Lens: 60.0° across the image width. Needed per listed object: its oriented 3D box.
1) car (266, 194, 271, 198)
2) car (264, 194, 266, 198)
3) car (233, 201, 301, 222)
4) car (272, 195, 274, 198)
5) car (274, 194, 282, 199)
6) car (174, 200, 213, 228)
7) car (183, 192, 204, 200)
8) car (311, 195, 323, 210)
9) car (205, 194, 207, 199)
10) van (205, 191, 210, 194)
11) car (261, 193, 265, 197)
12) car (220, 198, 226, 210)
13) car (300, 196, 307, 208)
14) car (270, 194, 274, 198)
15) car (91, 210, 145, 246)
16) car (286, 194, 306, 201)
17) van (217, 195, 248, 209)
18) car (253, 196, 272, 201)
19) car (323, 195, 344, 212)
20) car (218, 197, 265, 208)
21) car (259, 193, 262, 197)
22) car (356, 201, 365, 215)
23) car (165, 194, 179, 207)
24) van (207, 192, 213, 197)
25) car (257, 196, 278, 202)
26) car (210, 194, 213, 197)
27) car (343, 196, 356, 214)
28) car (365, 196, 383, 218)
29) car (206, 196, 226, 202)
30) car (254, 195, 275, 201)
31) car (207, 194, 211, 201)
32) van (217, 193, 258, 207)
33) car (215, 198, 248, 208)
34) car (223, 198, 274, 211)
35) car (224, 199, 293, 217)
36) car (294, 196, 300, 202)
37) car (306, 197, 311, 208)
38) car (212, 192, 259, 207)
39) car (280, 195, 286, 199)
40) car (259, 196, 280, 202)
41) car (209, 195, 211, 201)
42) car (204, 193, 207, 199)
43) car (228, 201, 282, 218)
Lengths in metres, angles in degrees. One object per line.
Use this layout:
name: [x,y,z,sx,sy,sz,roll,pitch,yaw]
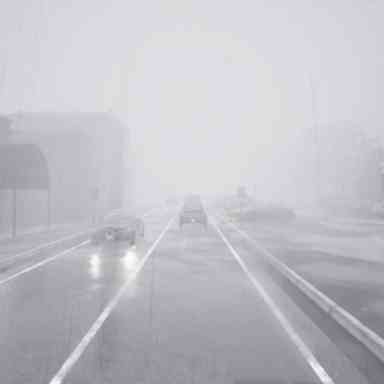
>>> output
car: [19.198,1.694,71.445,5.008,1.535,2.097,0,0,0]
car: [19.213,1.733,74.229,4.674,1.452,2.002,0,0,0]
car: [6.031,1.689,27.063,4.674,1.452,2.002,1,0,1]
car: [19.194,1.692,65.875,5.008,1.535,2.097,0,0,0]
car: [19.155,1.439,63.089,5.566,2.045,2.435,0,0,0]
car: [0.078,1.594,23.266,2.128,1.511,4.902,0,0,0]
car: [0.059,1.358,41.560,2.150,2.045,5.566,0,-1,0]
car: [19.164,1.419,43.720,5.566,2.045,2.435,0,0,0]
car: [6.146,1.734,79.804,4.674,1.452,2.002,0,0,0]
van: [6.281,1.462,88.154,4.442,1.987,1.878,0,0,0]
car: [19.186,1.567,77.015,4.553,1.767,2.185,0,0,0]
car: [6.013,1.693,38.054,4.792,1.488,2.163,0,0,0]
car: [19.155,1.677,49.164,5.008,1.535,2.097,0,0,0]
car: [19.165,1.568,68.661,4.553,1.767,2.185,0,0,0]
car: [-3.364,1.608,15.931,1.812,1.442,4.674,0,0,0]
car: [19.201,1.561,57.519,4.553,1.767,2.185,0,0,0]
van: [5.953,1.453,49.187,4.442,1.987,1.878,0,0,0]
car: [19.253,1.724,90.940,4.674,1.452,2.002,0,0,0]
car: [19.098,1.541,40.810,4.553,1.767,2.185,0,0,0]
car: [6.043,1.668,40.837,4.892,1.521,2.231,0,0,0]
car: [19.195,1.441,79.798,5.566,2.045,2.435,0,0,0]
car: [19.140,1.530,32.580,4.553,1.767,2.185,0,0,0]
car: [-3.370,1.388,56.556,2.150,2.045,5.566,0,0,0]
van: [6.006,1.469,71.517,4.442,1.987,1.878,0,0,0]
car: [19.244,1.690,85.369,4.892,1.521,2.231,0,0,0]
car: [6.065,1.565,60.321,4.553,1.767,2.185,0,0,0]
car: [19.147,1.533,35.365,4.553,1.767,2.185,0,0,0]
car: [19.131,1.400,29.670,5.566,2.045,2.435,0,0,0]
car: [6.162,1.689,85.371,5.008,1.535,2.097,0,0,0]
car: [19.249,1.686,88.154,5.008,1.535,2.097,0,0,0]
car: [6.088,1.724,68.670,4.792,1.488,2.163,0,0,0]
van: [5.940,1.445,43.745,4.442,1.987,1.878,0,0,0]
car: [6.070,1.683,51.970,4.892,1.521,2.231,0,0,0]
car: [6.038,1.700,35.271,4.674,1.452,2.002,0,0,0]
car: [5.837,1.649,29.705,5.366,1.575,1.946,0,0,0]
car: [19.126,1.710,51.950,4.792,1.488,2.163,0,0,0]
car: [19.328,1.671,46.504,5.366,1.575,1.946,0,0,0]
car: [6.034,1.424,46.404,5.566,2.045,2.435,0,0,0]
car: [19.183,1.691,60.305,4.892,1.521,2.231,0,0,0]
car: [19.259,1.720,82.586,4.792,1.488,2.163,0,0,0]
car: [6.106,1.732,63.104,4.674,1.452,2.002,0,0,0]
car: [6.145,1.691,82.588,5.008,1.535,2.097,0,0,0]
car: [6.058,1.686,32.488,4.792,1.488,2.163,0,0,0]
